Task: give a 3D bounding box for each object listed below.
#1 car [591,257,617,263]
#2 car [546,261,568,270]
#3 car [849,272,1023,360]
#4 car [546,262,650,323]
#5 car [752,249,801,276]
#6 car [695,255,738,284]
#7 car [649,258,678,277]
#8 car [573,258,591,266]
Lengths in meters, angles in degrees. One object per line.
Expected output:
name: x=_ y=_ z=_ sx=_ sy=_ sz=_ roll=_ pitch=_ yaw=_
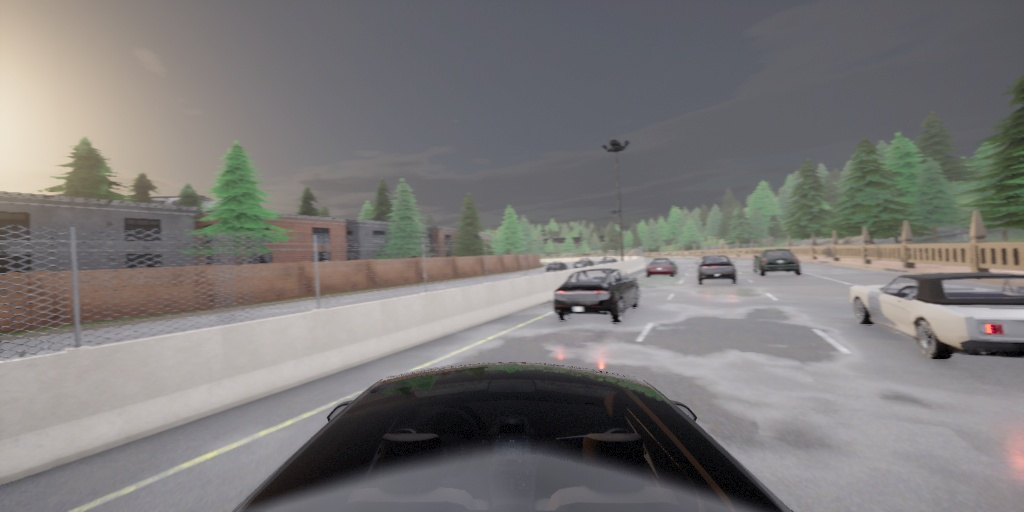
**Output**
car: x=11.484 y=0.915 z=43.090 sx=2.128 sy=1.511 sz=4.902 roll=-3 pitch=-1 yaw=26
car: x=5.953 y=1.329 z=47.677 sx=1.994 sy=1.385 sz=4.181 roll=-3 pitch=-1 yaw=25
car: x=8.075 y=0.938 z=6.538 sx=1.895 sy=1.301 sz=4.718 roll=-3 pitch=0 yaw=28
car: x=2.903 y=1.154 z=11.681 sx=2.128 sy=1.511 sz=4.902 roll=-3 pitch=0 yaw=28
car: x=17.351 y=0.303 z=23.726 sx=2.097 sy=1.767 sz=4.553 roll=-3 pitch=0 yaw=28
car: x=11.647 y=0.735 z=20.509 sx=2.128 sy=1.511 sz=4.902 roll=-3 pitch=-1 yaw=28
car: x=11.675 y=0.862 z=27.903 sx=1.994 sy=1.385 sz=4.181 roll=-3 pitch=0 yaw=28
car: x=9.318 y=1.063 z=46.629 sx=2.128 sy=1.511 sz=4.902 roll=-3 pitch=-1 yaw=25
